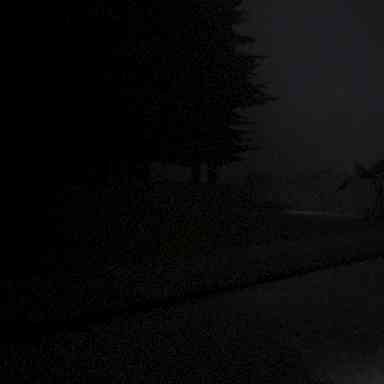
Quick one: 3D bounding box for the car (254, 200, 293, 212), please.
[{"bbox_3d":[9.794,1.663,40.220,1.895,1.301,4.718,0,0,-35],"label":"car"}]
